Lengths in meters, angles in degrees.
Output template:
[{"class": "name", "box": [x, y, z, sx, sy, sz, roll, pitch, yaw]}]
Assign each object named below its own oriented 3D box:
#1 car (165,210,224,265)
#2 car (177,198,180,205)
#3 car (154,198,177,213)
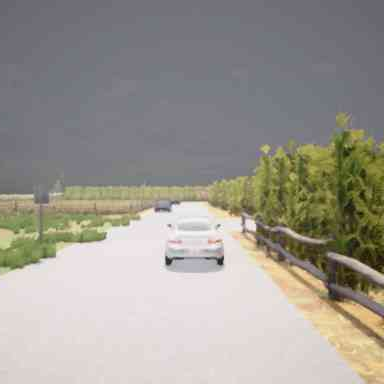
[{"class": "car", "box": [0.075, 1.548, 11.671, 1.812, 1.442, 4.674, 0, 0, 0]}, {"class": "car", "box": [-3.111, 1.714, 60.475, 1.895, 1.301, 4.718, 0, 0, 0]}, {"class": "car", "box": [-3.203, 1.619, 37.757, 2.033, 1.411, 5.357, 0, 0, 0]}]
